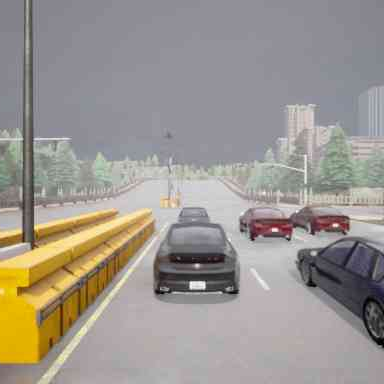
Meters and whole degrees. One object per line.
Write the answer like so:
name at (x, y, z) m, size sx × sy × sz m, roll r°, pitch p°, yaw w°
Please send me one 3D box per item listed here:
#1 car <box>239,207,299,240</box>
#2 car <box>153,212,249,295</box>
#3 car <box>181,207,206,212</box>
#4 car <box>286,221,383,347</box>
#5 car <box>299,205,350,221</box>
car at (3.587, 1.479, 16.889) m, size 1.882 × 1.535 × 5.008 m, roll 0°, pitch 0°, yaw 0°
car at (0.096, 1.507, 8.719) m, size 1.837 × 1.490 × 4.892 m, roll 0°, pitch 0°, yaw 0°
car at (0.088, 1.550, 18.798) m, size 2.033 × 1.411 × 5.357 m, roll 0°, pitch 0°, yaw 0°
car at (3.590, 1.548, 6.230) m, size 2.033 × 1.411 × 5.357 m, roll 0°, pitch 0°, yaw 0°
car at (7.102, 1.480, 18.874) m, size 1.882 × 1.535 × 5.008 m, roll 0°, pitch 0°, yaw 1°
